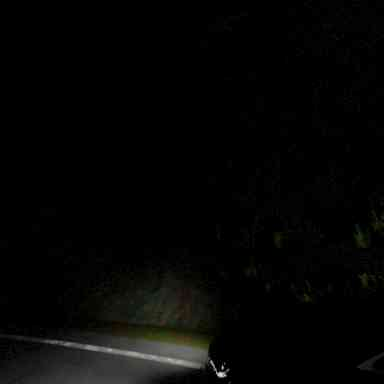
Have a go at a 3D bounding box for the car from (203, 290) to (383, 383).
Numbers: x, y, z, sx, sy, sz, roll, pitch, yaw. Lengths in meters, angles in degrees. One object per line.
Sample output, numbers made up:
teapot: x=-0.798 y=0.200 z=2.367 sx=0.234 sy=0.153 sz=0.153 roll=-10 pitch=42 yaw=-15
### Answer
car: x=2.480 y=1.559 z=2.756 sx=4.892 sy=1.490 sz=1.837 roll=0 pitch=-1 yaw=25
